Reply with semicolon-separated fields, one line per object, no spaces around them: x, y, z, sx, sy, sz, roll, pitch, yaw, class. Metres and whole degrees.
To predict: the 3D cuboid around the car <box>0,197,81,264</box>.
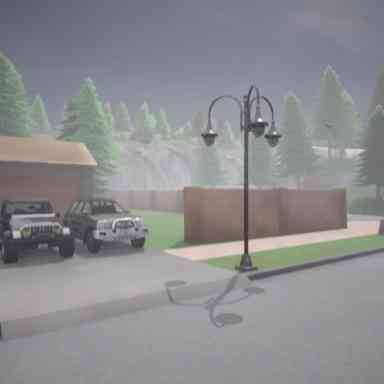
-5.332;1.129;11.050;1.905;1.878;3.866;0;0;-36;car

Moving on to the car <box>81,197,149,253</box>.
-3.515;1.128;12.831;1.932;1.855;4.605;0;0;-36;car
